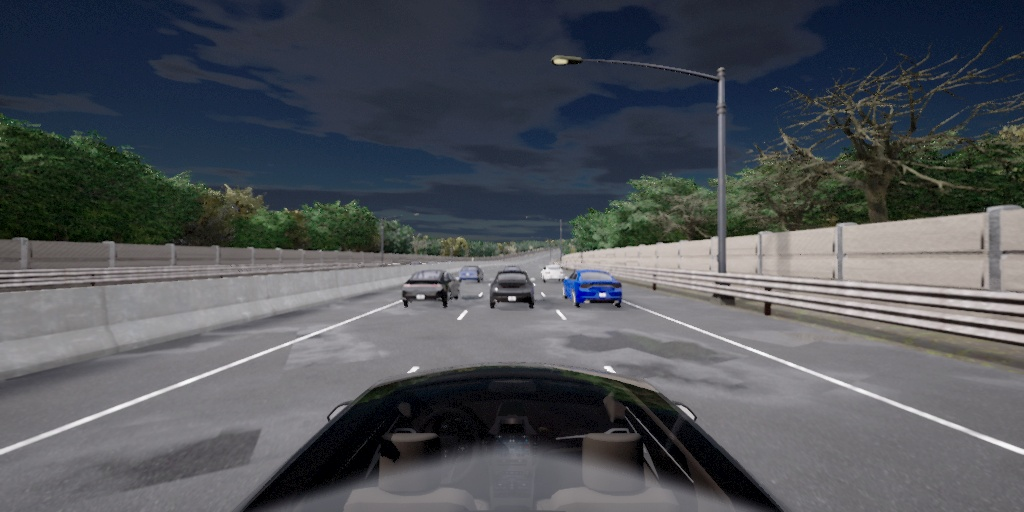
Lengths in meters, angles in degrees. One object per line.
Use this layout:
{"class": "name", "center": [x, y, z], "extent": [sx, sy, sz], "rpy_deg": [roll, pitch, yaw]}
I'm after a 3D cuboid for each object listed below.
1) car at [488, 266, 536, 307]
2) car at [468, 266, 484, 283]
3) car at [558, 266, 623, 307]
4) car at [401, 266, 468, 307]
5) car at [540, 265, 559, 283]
{"class": "car", "center": [0.002, 1.386, 16.146], "extent": [1.837, 1.490, 4.892], "rpy_deg": [0, 0, 0]}
{"class": "car", "center": [-3.486, 1.535, 30.800], "extent": [2.033, 1.411, 5.357], "rpy_deg": [0, 0, 0]}
{"class": "car", "center": [3.504, 1.356, 16.315], "extent": [1.882, 1.535, 5.008], "rpy_deg": [0, 0, 0]}
{"class": "car", "center": [-3.497, 1.370, 16.146], "extent": [2.128, 1.511, 4.902], "rpy_deg": [0, 0, 0]}
{"class": "car", "center": [3.520, 1.517, 31.160], "extent": [1.812, 1.442, 4.674], "rpy_deg": [0, 0, 0]}
